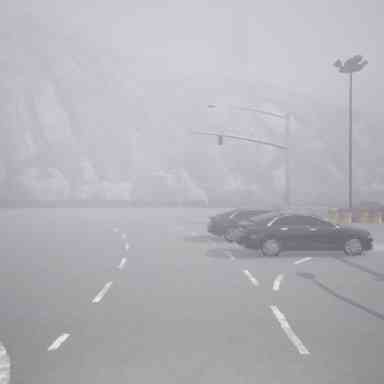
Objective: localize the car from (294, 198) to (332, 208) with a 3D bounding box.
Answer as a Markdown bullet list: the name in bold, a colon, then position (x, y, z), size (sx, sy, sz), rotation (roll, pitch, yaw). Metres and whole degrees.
- **car**: position (15.308, 1.461, 41.021), size (5.357, 1.411, 2.033), rotation (0, 0, -3)

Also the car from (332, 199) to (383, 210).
- **car**: position (15.597, 1.500, 30.522), size (4.181, 1.385, 1.994), rotation (0, 0, -3)

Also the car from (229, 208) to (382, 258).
- **car**: position (4.019, 1.480, 12.202), size (4.892, 1.490, 1.837), rotation (0, 0, -3)

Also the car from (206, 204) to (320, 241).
- **car**: position (3.122, 1.472, 15.659), size (4.892, 1.490, 1.837), rotation (0, 0, -3)
